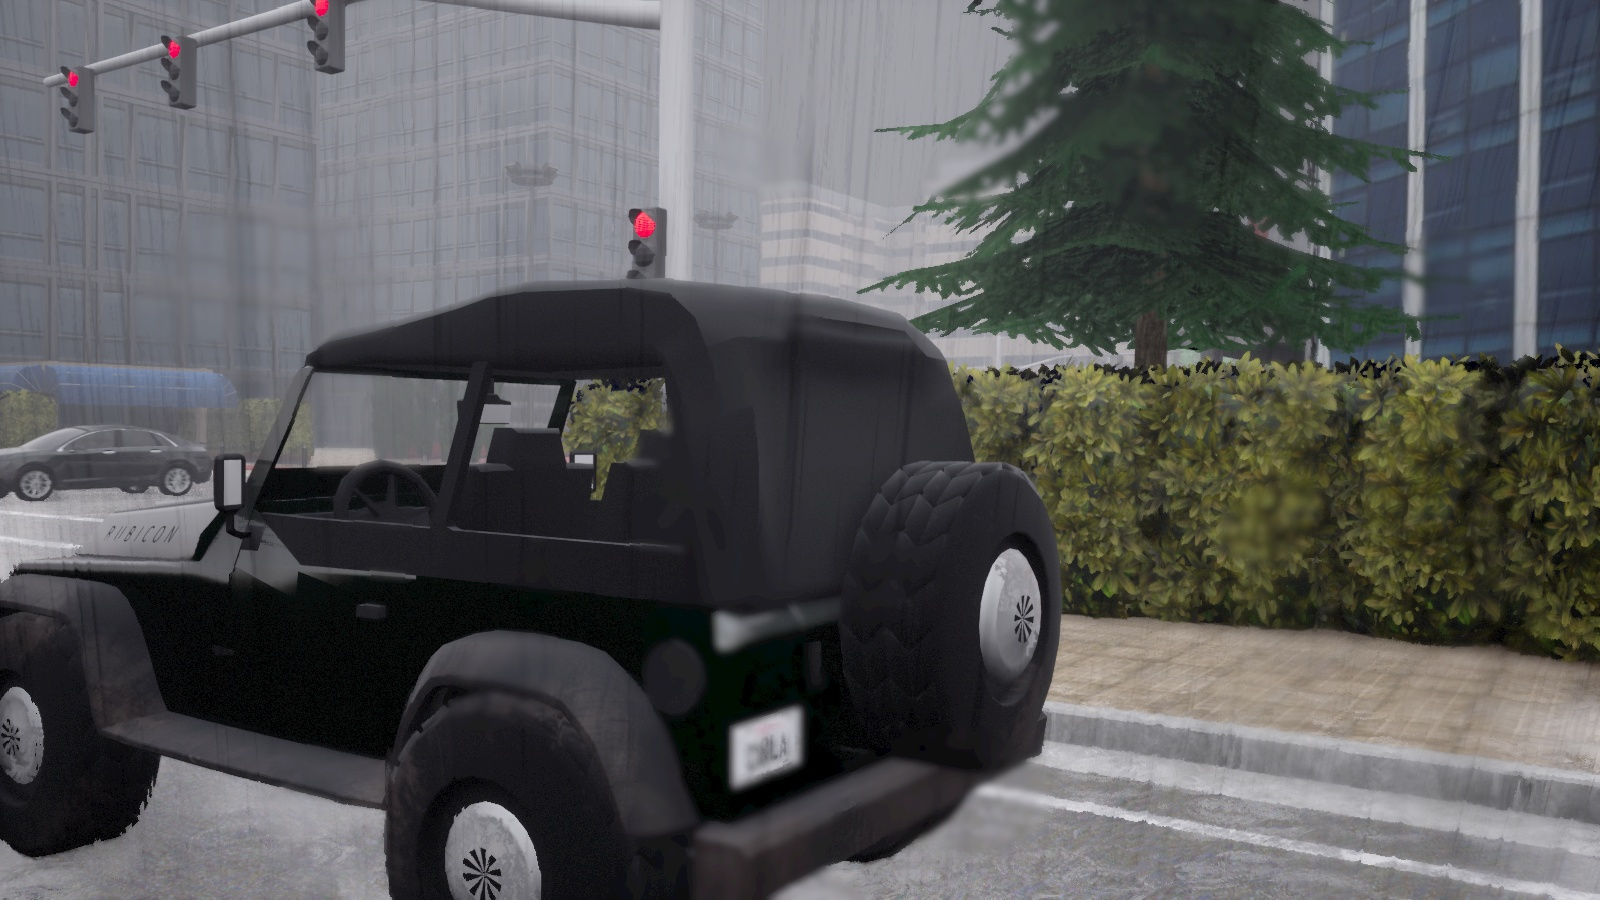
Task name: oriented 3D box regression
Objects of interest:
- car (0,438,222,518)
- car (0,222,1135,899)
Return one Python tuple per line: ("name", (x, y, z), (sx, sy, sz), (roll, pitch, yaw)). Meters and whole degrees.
("car", (-14.811, 0.515, 26.028), (1.837, 1.490, 4.892), (0, 1, 33))
("car", (-1.061, 0.478, 4.325), (3.866, 1.878, 1.905), (0, 1, 34))
